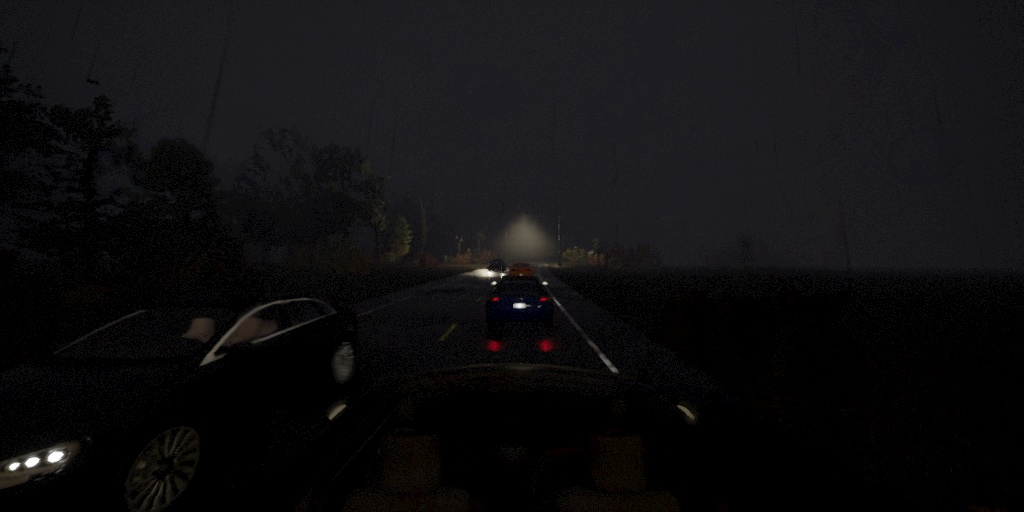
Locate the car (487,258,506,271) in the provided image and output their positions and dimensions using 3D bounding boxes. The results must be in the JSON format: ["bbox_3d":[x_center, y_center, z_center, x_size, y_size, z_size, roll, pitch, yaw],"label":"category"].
[{"bbox_3d":[-1.926,1.094,46.706,2.097,1.767,4.553,0,0,4],"label":"car"}]

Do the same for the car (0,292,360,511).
[{"bbox_3d":[-3.558,1.242,4.264,2.128,1.511,4.902,0,0,1],"label":"car"}]

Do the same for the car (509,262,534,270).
[{"bbox_3d":[0.761,1.227,28.636,1.882,1.535,5.008,0,0,2],"label":"car"}]

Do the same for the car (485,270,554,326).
[{"bbox_3d":[0.242,1.315,11.697,1.994,1.385,4.181,0,0,1],"label":"car"}]
